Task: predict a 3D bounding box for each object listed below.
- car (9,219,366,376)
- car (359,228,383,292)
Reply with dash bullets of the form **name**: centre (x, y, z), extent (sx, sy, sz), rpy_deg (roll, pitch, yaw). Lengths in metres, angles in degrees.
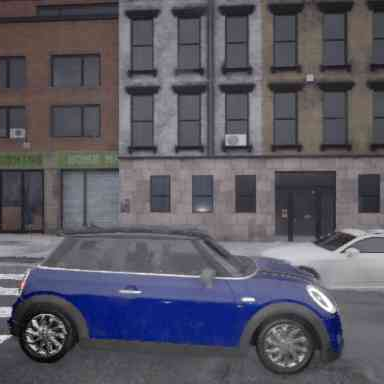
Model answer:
- **car**: centre (-0.181, 1.337, 5.152), extent (4.553, 1.767, 2.097), rpy_deg (1, 0, 4)
- **car**: centre (3.971, 1.600, 7.847), extent (4.674, 1.442, 1.812), rpy_deg (1, 0, 4)
